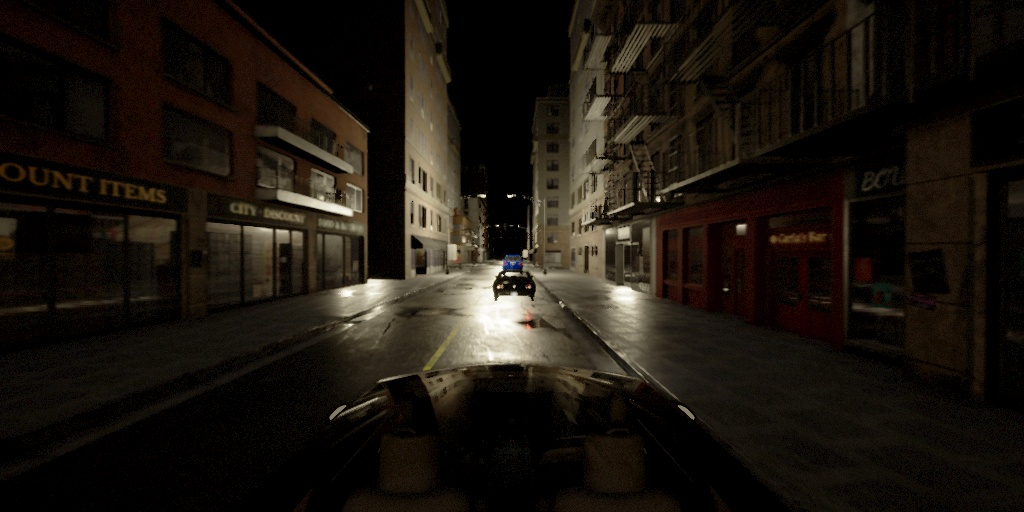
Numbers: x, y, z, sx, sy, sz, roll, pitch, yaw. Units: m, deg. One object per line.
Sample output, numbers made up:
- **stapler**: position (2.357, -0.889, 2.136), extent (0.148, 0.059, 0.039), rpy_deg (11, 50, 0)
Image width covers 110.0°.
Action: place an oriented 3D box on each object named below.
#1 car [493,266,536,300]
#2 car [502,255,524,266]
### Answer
- **car**: position (0.100, 1.337, 17.535), extent (1.895, 1.301, 4.718), rpy_deg (0, 0, 0)
- **car**: position (0.101, 0.927, 38.470), extent (2.150, 2.045, 5.566), rpy_deg (0, 0, 0)
